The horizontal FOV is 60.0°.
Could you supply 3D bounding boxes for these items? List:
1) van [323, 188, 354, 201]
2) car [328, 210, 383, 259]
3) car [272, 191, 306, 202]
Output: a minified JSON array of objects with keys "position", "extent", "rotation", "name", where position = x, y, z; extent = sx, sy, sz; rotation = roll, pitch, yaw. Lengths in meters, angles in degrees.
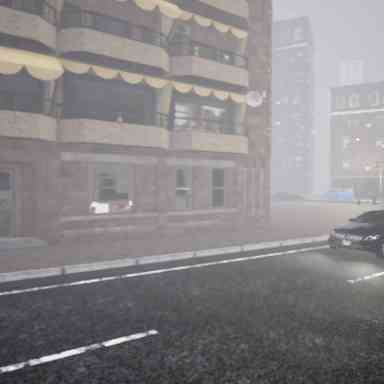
[{"position":[21.216,0.379,47.966],"extent":[3.998,1.788,1.690],"rotation":[2,1,25],"name":"van"},{"position":[7.000,1.407,12.200],"extent":[4.674,1.442,1.812],"rotation":[0,1,-34],"name":"car"},{"position":[12.477,0.591,42.785],"extent":[4.206,1.307,1.802],"rotation":[2,1,25],"name":"car"}]
